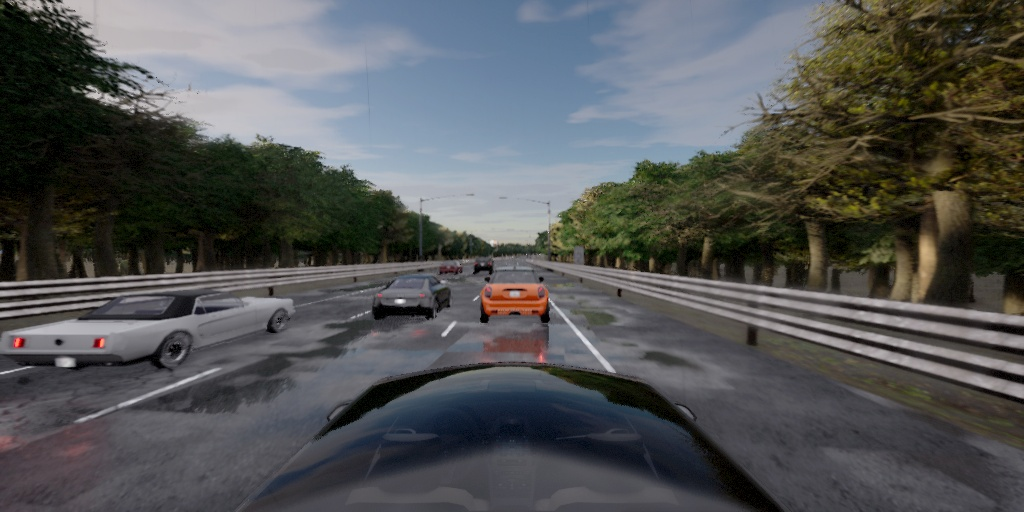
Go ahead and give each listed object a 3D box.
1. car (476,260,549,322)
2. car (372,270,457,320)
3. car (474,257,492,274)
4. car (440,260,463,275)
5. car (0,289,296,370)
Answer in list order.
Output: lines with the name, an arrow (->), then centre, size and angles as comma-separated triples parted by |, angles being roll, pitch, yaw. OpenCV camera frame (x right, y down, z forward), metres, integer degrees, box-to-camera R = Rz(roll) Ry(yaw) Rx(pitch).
car -> 0.089, 1.145, 12.664 | 2.097, 1.767, 4.553 | 0, 0, 0
car -> -3.410, 1.359, 12.938 | 1.994, 1.385, 4.181 | 0, 0, 0
car -> -3.404, 1.140, 44.221 | 2.150, 2.045, 5.566 | 0, 0, 0
car -> -6.904, 1.257, 41.142 | 2.097, 1.767, 4.553 | 0, 0, 0
car -> -6.923, 1.376, 7.793 | 1.895, 1.301, 4.718 | 0, 0, 0
